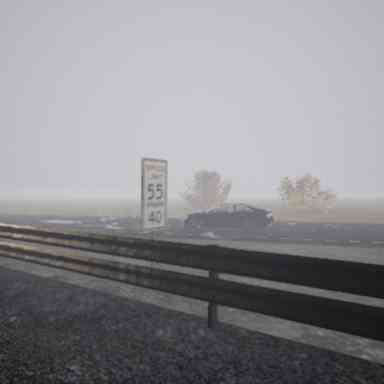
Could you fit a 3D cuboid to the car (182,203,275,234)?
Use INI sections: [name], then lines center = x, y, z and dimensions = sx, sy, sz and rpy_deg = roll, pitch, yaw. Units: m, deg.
[car]
center = 1.875, 1.332, 17.584
dimensions = 4.902, 1.511, 2.128
rpy_deg = 0, 0, 19
